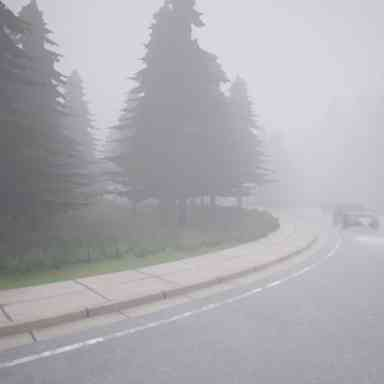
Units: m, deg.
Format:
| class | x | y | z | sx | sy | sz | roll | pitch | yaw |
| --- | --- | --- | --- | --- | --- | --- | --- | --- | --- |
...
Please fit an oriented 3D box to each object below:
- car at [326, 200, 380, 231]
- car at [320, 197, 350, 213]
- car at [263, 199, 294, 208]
| class | x | y | z | sx | sy | sz | roll | pitch | yaw |
| --- | --- | --- | --- | --- | --- | --- | --- | --- | --- |
| car | 10.109 | 1.487 | 20.790 | 2.128 | 1.511 | 4.902 | 0 | 0 | 12 |
| car | 14.984 | 1.342 | 34.418 | 2.097 | 1.767 | 4.553 | 0 | 0 | -1 |
| car | 11.892 | 1.590 | 46.326 | 1.895 | 1.301 | 4.718 | 0 | 0 | -26 |
